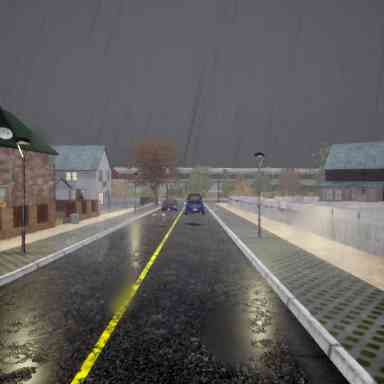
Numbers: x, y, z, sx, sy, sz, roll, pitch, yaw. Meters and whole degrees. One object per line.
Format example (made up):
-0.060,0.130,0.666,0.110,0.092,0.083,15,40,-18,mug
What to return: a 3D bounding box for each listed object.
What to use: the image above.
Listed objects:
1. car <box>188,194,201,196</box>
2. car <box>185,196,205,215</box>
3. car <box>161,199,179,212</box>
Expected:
0.350,1.221,44.188,2.150,2.045,5.566,0,0,0,car
0.292,1.469,33.658,1.882,1.535,5.008,0,0,0,car
-2.532,1.543,39.481,2.033,1.411,5.357,0,0,1,car
